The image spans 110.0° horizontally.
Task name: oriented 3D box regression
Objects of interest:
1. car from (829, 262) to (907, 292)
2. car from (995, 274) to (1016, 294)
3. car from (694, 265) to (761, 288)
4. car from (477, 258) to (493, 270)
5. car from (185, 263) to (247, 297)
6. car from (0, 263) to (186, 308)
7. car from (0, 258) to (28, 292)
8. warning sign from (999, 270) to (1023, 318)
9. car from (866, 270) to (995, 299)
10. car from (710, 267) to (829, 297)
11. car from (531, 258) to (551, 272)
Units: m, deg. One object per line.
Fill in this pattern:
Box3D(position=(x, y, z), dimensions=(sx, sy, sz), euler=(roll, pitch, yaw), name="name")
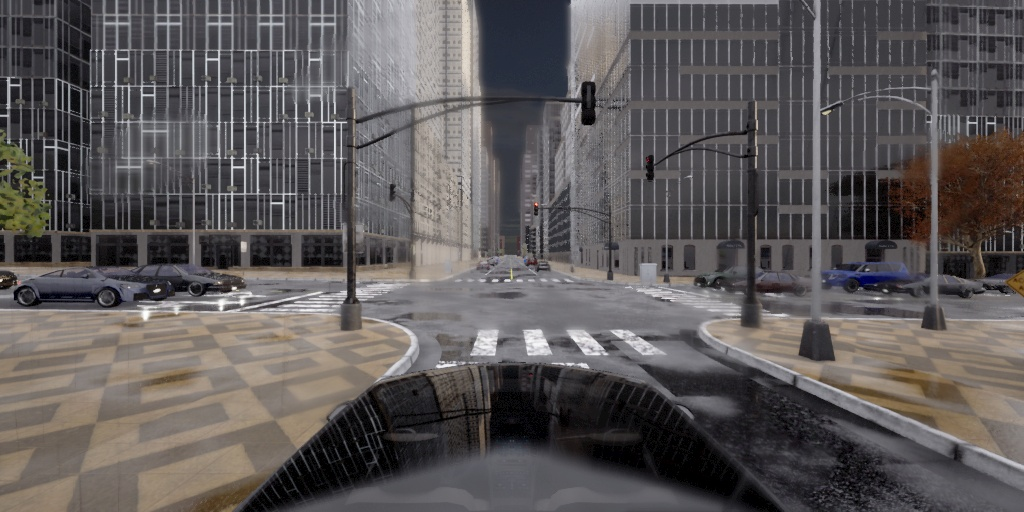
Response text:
Box3D(position=(24.333, 1.433, 24.933), dimensions=(5.566, 2.045, 2.150), euler=(1, 0, -3), name="car")
Box3D(position=(35.485, 1.958, 25.452), dimensions=(5.357, 1.411, 2.033), euler=(1, 0, -3), name="car")
Box3D(position=(14.990, 1.396, 24.498), dimensions=(4.553, 1.767, 2.097), euler=(1, 0, -3), name="car")
Box3D(position=(-4.043, 1.342, 51.180), dimensions=(1.802, 1.307, 4.207), euler=(0, 0, 0), name="car")
Box3D(position=(-15.357, 1.040, 16.408), dimensions=(5.357, 1.411, 2.033), euler=(1, 0, 0), name="car")
Box3D(position=(-15.083, 1.063, 13.133), dimensions=(4.181, 1.385, 1.994), euler=(1, 0, -3), name="car")
Box3D(position=(-25.279, 0.816, 15.914), dimensions=(4.892, 1.490, 1.837), euler=(1, 0, -3), name="car")
Box3D(position=(17.271, 1.204, 11.892), dimensions=(1.060, 1.860, 1.300), euler=(0, 0, -3), name="warning sign")
Box3D(position=(25.191, 1.775, 21.721), dimensions=(5.357, 1.411, 2.033), euler=(1, 0, -3), name="car")
Box3D(position=(15.122, 1.595, 21.250), dimensions=(5.357, 1.411, 2.033), euler=(1, 0, -3), name="car")
Box3D(position=(3.912, 1.329, 45.690), dimensions=(1.948, 1.339, 4.313), euler=(0, 0, 0), name="car")
